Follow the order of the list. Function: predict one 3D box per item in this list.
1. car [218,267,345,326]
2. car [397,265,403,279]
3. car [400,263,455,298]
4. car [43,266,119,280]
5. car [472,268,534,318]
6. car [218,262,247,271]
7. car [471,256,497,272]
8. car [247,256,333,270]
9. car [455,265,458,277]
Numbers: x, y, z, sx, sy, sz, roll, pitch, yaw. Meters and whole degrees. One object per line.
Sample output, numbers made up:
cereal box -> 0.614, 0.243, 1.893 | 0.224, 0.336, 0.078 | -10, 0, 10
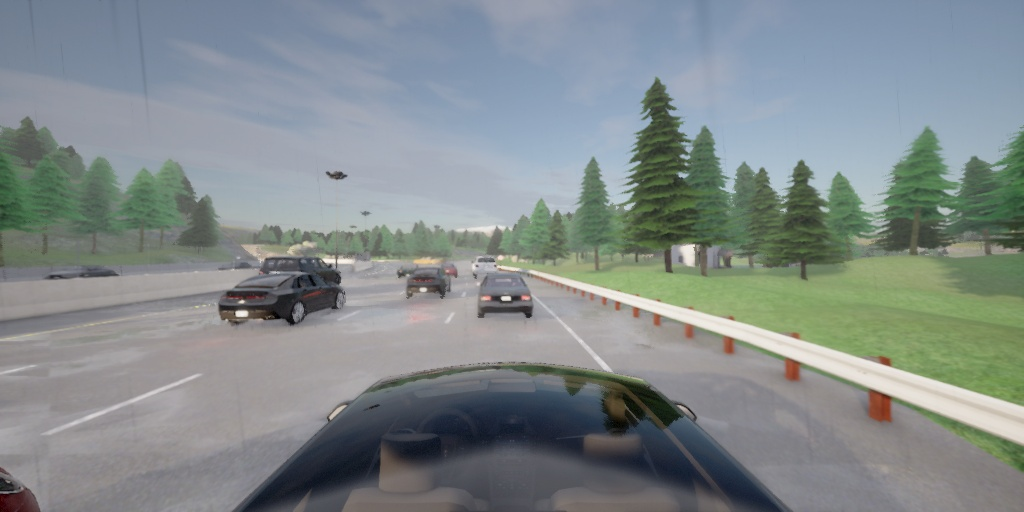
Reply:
car -> -7.279, 1.295, 11.929 | 1.837, 1.490, 4.892 | 0, 0, -3
car -> -9.754, 1.456, 34.558 | 1.895, 1.301, 4.718 | 0, 0, -9
car -> -4.271, 1.309, 18.851 | 1.837, 1.490, 4.892 | 0, 0, -5
car -> -33.750, 1.446, 28.238 | 1.994, 1.385, 4.181 | 0, 0, -9
car -> -0.319, 1.329, 13.239 | 2.033, 1.411, 5.357 | 0, 0, -3
car -> -32.920, 1.425, 42.847 | 1.837, 1.490, 4.892 | 0, 0, -12
car -> -2.704, 1.065, 34.820 | 2.150, 2.045, 5.566 | 0, 0, -9
car -> -11.334, 1.040, 19.483 | 2.150, 2.045, 5.566 | 0, 0, -5
car -> -6.533, 1.418, 36.346 | 1.994, 1.385, 4.181 | 0, 0, -10
